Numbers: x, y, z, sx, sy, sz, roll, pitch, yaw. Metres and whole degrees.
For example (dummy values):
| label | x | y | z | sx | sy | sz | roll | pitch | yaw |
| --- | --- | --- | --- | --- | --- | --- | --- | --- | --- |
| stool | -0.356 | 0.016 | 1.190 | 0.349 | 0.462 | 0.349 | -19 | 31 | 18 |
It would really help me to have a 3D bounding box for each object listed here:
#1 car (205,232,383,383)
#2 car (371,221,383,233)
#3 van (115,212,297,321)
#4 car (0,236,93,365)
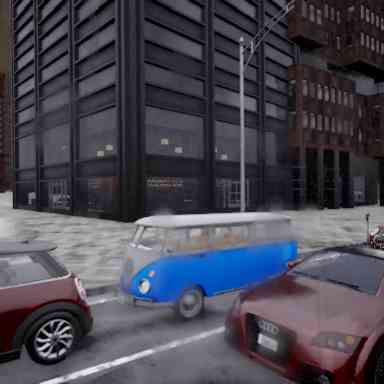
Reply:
| label | x | y | z | sx | sy | sz | roll | pitch | yaw |
| --- | --- | --- | --- | --- | --- | --- | --- | --- | --- |
| car | 2.505 | 1.576 | 5.046 | 4.181 | 1.385 | 1.994 | 0 | 0 | -36 |
| car | 8.575 | 1.475 | 12.791 | 4.097 | 1.590 | 1.967 | 0 | -1 | -36 |
| van | 0.477 | 1.352 | 7.009 | 3.998 | 1.788 | 1.690 | 0 | -1 | -36 |
| car | -3.498 | 1.439 | 4.167 | 4.097 | 1.590 | 1.967 | 0 | -1 | -36 |
